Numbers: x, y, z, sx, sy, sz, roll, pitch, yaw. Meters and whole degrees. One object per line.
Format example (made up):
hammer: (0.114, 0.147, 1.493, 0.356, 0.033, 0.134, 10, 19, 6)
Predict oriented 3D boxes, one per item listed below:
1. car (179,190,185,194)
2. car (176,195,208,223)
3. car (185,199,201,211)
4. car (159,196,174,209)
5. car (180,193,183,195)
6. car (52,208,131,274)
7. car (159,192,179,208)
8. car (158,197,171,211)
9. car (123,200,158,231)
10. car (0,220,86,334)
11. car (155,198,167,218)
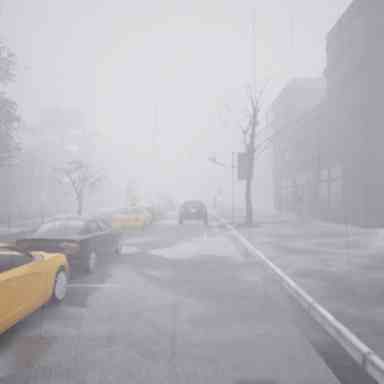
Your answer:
car: (-3.646, 1.168, 91.360, 2.185, 1.767, 4.553, 2, 2, 2)
car: (0.095, 1.395, 26.017, 2.097, 1.767, 4.553, 0, 0, 0)
car: (0.092, 1.627, 42.938, 1.994, 1.385, 4.181, 0, 0, 0)
car: (-3.658, 1.558, 38.507, 2.097, 1.535, 5.008, 0, 0, 2)
car: (-3.658, 1.534, 71.966, 1.946, 1.575, 5.366, 0, 1, 2)
car: (-3.654, 1.515, 10.776, 2.097, 1.535, 5.008, 0, 0, 2)
car: (-3.659, 1.295, 47.461, 2.435, 2.045, 5.566, 0, 0, 2)
car: (-3.657, 1.569, 32.966, 2.231, 1.521, 4.892, 0, -1, 2)
car: (-3.648, 1.531, 21.028, 1.946, 1.575, 5.366, 0, 0, 2)
car: (-3.652, 1.495, 5.228, 2.097, 1.535, 5.008, 0, 0, 2)
car: (-3.657, 1.558, 27.410, 2.097, 1.535, 5.008, 0, 0, 2)
